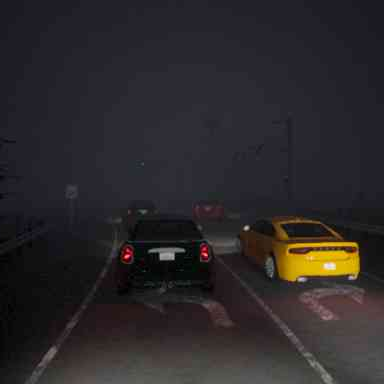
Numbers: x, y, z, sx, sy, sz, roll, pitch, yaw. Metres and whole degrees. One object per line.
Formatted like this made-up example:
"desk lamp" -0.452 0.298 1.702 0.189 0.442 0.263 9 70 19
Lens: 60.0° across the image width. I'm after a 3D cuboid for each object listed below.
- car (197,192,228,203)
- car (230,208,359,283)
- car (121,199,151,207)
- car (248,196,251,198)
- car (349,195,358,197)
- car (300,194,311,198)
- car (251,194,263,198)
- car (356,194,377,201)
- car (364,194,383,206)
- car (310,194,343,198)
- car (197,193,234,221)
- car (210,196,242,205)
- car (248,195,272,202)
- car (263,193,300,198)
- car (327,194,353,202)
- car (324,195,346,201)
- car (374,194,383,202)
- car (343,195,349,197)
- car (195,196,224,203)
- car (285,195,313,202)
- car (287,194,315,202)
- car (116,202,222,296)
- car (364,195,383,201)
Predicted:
"car" 3.953 0.951 63.364 5.566 2.045 2.150 0 0 -16
"car" 2.688 1.436 9.643 1.882 1.535 5.008 0 1 -7
"car" -3.540 1.263 22.010 2.097 1.767 4.553 0 0 -16
"car" 12.487 1.086 62.232 4.553 1.767 2.097 0 0 -16
"car" 31.994 1.233 60.702 4.902 1.511 2.128 0 0 -16
"car" 21.805 1.090 61.306 4.553 1.767 2.097 0 0 -16
"car" 13.405 1.101 58.885 4.553 1.767 2.097 0 0 -16
"car" 39.613 1.230 75.497 4.181 1.385 1.994 0 0 -27
"car" 28.259 1.340 48.493 5.357 1.411 2.033 0 0 -16
"car" 23.553 1.315 58.216 4.181 1.385 1.994 0 0 -17
"car" 1.742 1.243 26.229 2.097 1.767 4.553 1 0 16
"car" 5.437 1.375 52.907 4.718 1.301 1.895 0 0 -16
"car" 13.484 1.282 66.129 4.181 1.385 1.994 0 0 -16
"car" 14.991 1.254 55.717 4.902 1.511 2.128 0 0 -16
"car" 29.998 1.237 67.406 4.674 1.442 1.812 0 0 -16
"car" 30.613 1.248 71.329 4.181 1.385 1.994 0 0 -19
"car" 39.696 1.237 67.608 4.902 1.511 2.128 0 0 -23
"car" 30.159 1.252 63.792 4.674 1.442 1.812 0 0 -16
"car" 3.150 1.347 59.523 4.718 1.301 1.895 0 0 -16
"car" 22.094 1.247 68.673 5.357 1.411 2.033 0 0 -16
"car" 21.221 1.215 64.765 4.902 1.511 2.128 0 0 -16
"car" -0.745 1.313 8.825 2.097 1.767 4.553 0 0 -6
"car" 39.311 1.291 71.337 4.718 1.301 1.895 0 0 -27
